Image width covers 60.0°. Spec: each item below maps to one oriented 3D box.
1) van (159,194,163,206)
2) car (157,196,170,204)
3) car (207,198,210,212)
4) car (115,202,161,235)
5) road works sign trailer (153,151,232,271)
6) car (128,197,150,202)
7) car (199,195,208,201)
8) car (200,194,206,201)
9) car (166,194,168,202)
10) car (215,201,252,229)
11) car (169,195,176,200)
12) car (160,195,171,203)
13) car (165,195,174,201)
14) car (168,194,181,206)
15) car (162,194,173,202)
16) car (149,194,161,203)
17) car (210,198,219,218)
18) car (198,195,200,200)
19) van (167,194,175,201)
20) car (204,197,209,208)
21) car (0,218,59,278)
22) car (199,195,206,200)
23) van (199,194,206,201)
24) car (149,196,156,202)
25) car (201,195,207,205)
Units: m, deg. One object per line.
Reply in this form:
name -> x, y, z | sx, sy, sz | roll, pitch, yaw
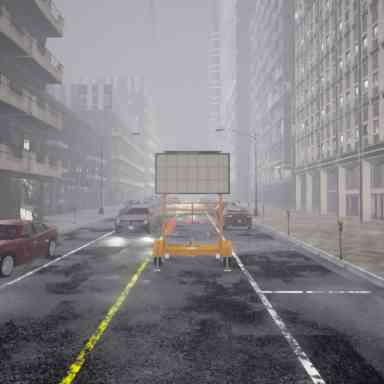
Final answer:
van -> -5.593, 1.352, 49.052 | 1.690, 1.788, 3.998 | 1, 0, 0
car -> -5.570, 1.562, 65.691 | 2.008, 1.369, 4.403 | 1, 0, 0
car -> 2.756, 1.554, 32.472 | 1.887, 1.381, 4.507 | 1, 0, 0
car -> -3.071, 1.532, 19.041 | 1.812, 1.442, 4.674 | 0, 0, 0
road works sign trailer -> 0.016, 0.468, 10.857 | 2.380, 3.560, 2.880 | 0, 0, 0
car -> -5.623, 1.450, 32.410 | 1.967, 1.590, 4.097 | 1, 0, 0
car -> 2.839, 1.452, 82.404 | 1.967, 1.590, 4.097 | 1, 0, 0
car -> 2.801, 1.537, 60.381 | 1.752, 1.417, 4.829 | 1, 0, 0
car -> -5.584, 1.326, 54.598 | 2.192, 1.841, 5.009 | 1, 0, 0
car -> 2.738, 1.551, 21.376 | 1.887, 1.381, 4.507 | 1, 0, 0
car -> -5.492, 1.535, 93.255 | 1.752, 1.417, 4.829 | 1, 0, 0
car -> -5.559, 1.452, 71.238 | 1.967, 1.590, 4.097 | 1, 0, 0
car -> -5.554, 1.537, 82.161 | 1.752, 1.417, 4.829 | 1, 0, 0
car -> -2.911, 1.536, 55.793 | 1.812, 1.442, 4.674 | 0, 0, 0
car -> -5.551, 1.327, 76.785 | 2.192, 1.841, 5.009 | 1, 0, 0
car -> -5.604, 1.450, 43.505 | 1.967, 1.590, 4.097 | 1, 0, 0
car -> 2.749, 1.449, 26.923 | 1.967, 1.590, 4.097 | 1, 0, 0
car -> 2.818, 1.594, 71.308 | 1.802, 1.307, 4.206 | 1, 0, 0
van -> -5.505, 1.352, 87.878 | 1.690, 1.788, 3.998 | 1, 0, 0
car -> 2.765, 1.555, 38.020 | 1.887, 1.381, 4.507 | 1, 0, 0
car -> -5.660, 1.548, 10.224 | 1.887, 1.381, 4.507 | 1, 0, 0
car -> 2.854, 1.576, 93.500 | 1.947, 1.339, 4.313 | 1, 0, 0
van -> 2.850, 1.352, 87.952 | 1.690, 1.788, 3.998 | 1, 0, 0
car -> -5.615, 1.555, 37.958 | 1.887, 1.381, 4.507 | 1, 0, 0
car -> 2.783, 1.561, 49.116 | 2.008, 1.369, 4.403 | 1, 0, 0
